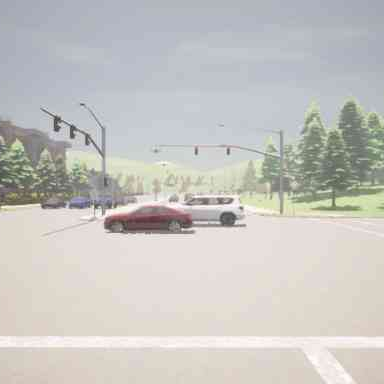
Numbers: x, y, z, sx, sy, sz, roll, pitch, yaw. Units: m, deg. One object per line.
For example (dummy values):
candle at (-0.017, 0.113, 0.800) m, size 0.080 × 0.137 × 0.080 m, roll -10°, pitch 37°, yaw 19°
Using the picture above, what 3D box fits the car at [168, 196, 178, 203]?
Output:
car at (-4.108, 1.538, 72.875) m, size 2.033 × 1.411 × 5.357 m, roll 0°, pitch 0°, yaw -1°

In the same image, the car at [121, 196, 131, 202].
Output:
car at (-11.920, 1.503, 55.373) m, size 1.837 × 1.490 × 4.892 m, roll 0°, pitch 0°, yaw -1°

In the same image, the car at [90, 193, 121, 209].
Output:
car at (-11.785, 1.220, 45.694) m, size 2.150 × 2.045 × 5.566 m, roll 0°, pitch 0°, yaw -1°

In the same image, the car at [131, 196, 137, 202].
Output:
car at (-12.023, 1.546, 65.668) m, size 2.033 × 1.411 × 5.357 m, roll 0°, pitch 0°, yaw 0°

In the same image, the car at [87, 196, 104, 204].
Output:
car at (-19.008, 1.503, 65.741) m, size 1.837 × 1.490 × 4.892 m, roll 0°, pitch 0°, yaw -1°

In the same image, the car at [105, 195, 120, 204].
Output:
car at (-15.510, 1.476, 64.970) m, size 1.882 × 1.535 × 5.008 m, roll 0°, pitch 0°, yaw 0°

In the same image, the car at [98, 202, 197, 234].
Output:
car at (-2.376, 1.477, 18.678) m, size 5.008 × 1.535 × 1.882 m, roll 0°, pitch 0°, yaw 0°

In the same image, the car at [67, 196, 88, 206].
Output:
car at (-18.917, 1.476, 55.308) m, size 1.882 × 1.535 × 5.008 m, roll 0°, pitch 0°, yaw -1°

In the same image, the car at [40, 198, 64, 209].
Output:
car at (-18.783, 1.546, 45.577) m, size 2.033 × 1.411 × 5.357 m, roll 0°, pitch 0°, yaw -1°

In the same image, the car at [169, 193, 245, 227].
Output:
car at (0.747, 1.221, 22.201) m, size 5.566 × 2.045 × 2.150 m, roll 0°, pitch 0°, yaw 0°

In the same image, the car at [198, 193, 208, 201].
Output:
car at (2.724, 1.192, 83.644) m, size 2.150 × 2.045 × 5.566 m, roll 0°, pitch 0°, yaw -1°

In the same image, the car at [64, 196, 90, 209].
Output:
car at (-15.281, 1.476, 45.510) m, size 1.882 × 1.535 × 5.008 m, roll 0°, pitch 0°, yaw -1°

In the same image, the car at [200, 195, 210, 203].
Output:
car at (2.884, 1.498, 73.420) m, size 1.837 × 1.490 × 4.892 m, roll 0°, pitch 0°, yaw -1°

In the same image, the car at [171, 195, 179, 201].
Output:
car at (-4.274, 1.486, 83.493) m, size 1.812 × 1.442 × 4.674 m, roll 0°, pitch 0°, yaw -1°

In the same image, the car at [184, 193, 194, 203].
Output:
car at (-0.609, 1.223, 72.995) m, size 2.150 × 2.045 × 5.566 m, roll 0°, pitch 0°, yaw -1°

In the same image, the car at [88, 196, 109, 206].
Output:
car at (-15.415, 1.490, 54.915) m, size 2.128 × 1.511 × 4.902 m, roll 0°, pitch 0°, yaw -1°
